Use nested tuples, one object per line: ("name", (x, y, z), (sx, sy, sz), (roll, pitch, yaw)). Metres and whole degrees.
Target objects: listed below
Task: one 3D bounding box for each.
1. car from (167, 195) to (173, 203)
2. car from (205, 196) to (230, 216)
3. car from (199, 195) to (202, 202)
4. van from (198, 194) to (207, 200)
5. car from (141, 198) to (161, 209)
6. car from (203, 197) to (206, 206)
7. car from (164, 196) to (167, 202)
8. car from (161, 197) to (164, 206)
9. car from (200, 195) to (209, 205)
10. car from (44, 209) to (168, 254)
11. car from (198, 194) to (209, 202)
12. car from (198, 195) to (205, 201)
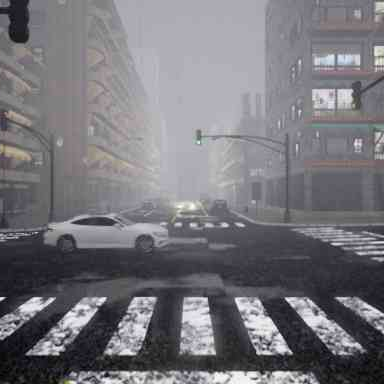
("car", (-5.722, 1.634, 72.040), (1.887, 1.381, 4.507), (0, 0, 0))
("car", (2.677, 1.476, 33.304), (1.967, 1.590, 4.097), (0, 0, 0))
("car", (2.664, 1.654, 60.976), (1.802, 1.307, 4.206), (0, 0, 0))
("van", (2.662, 1.421, 66.510), (1.690, 1.788, 3.998), (0, 0, 0))
("car", (-5.710, 1.600, 44.369), (2.008, 1.369, 4.403), (0, 0, 0))
("car", (2.674, 1.594, 38.838), (2.008, 1.369, 4.403), (0, 0, 0))
("car", (-5.714, 1.630, 55.439), (1.947, 1.339, 4.313), (0, 0, 0))
("car", (-5.711, 1.638, 49.904), (1.802, 1.307, 4.206), (0, 0, 0))
("car", (2.666, 1.646, 55.442), (1.802, 1.307, 4.206), (0, 0, 0))
("car", (-3.260, 1.542, 12.938), (4.674, 1.442, 1.812), (0, 0, 0))
("car", (2.657, 1.413, 77.578), (2.192, 1.841, 5.009), (0, 0, 0))
("car", (2.648, 1.671, 94.181), (1.887, 1.381, 4.507), (0, 0, 0))
